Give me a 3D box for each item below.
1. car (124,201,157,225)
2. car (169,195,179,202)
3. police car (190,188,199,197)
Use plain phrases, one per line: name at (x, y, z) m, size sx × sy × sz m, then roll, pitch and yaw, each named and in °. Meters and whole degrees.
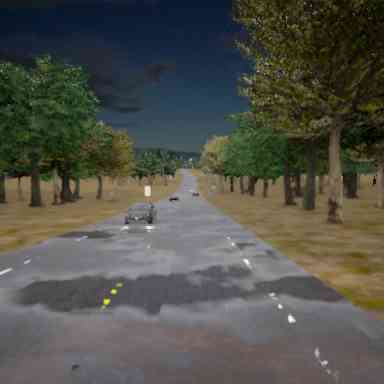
car at (-3.595, 1.457, 23.960) m, size 1.837 × 1.490 × 4.892 m, roll 0°, pitch 0°, yaw 0°
car at (-3.507, 1.283, 64.684) m, size 1.895 × 1.301 × 4.718 m, roll 0°, pitch 1°, yaw 0°
police car at (1.055, 0.590, 94.198) m, size 1.930 × 1.638 × 5.238 m, roll 0°, pitch 1°, yaw 0°
